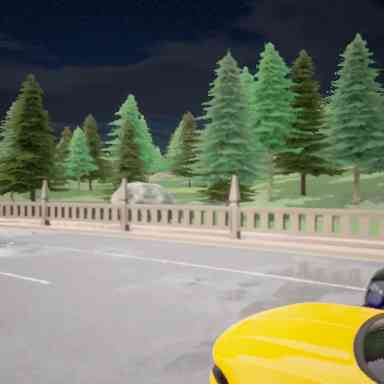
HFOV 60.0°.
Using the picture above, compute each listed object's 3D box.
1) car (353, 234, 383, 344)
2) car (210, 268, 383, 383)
[{"bbox_3d":[4.761,1.538,4.690,4.181,1.385,1.994,0,0,36],"label":"car"},{"bbox_3d":[2.430,1.465,2.094,5.008,1.535,1.882,0,0,36],"label":"car"}]
